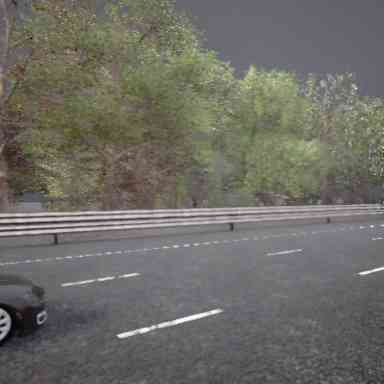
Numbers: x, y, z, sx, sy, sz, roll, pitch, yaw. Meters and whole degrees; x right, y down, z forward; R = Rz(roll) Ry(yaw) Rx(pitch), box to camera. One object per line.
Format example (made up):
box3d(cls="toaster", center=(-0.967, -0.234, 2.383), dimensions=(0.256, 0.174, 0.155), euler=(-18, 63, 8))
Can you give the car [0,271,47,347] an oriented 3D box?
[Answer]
box3d(cls="car", center=(-4.513, 1.539, 4.369), dimensions=(4.892, 1.490, 1.837), euler=(4, -2, -42))
